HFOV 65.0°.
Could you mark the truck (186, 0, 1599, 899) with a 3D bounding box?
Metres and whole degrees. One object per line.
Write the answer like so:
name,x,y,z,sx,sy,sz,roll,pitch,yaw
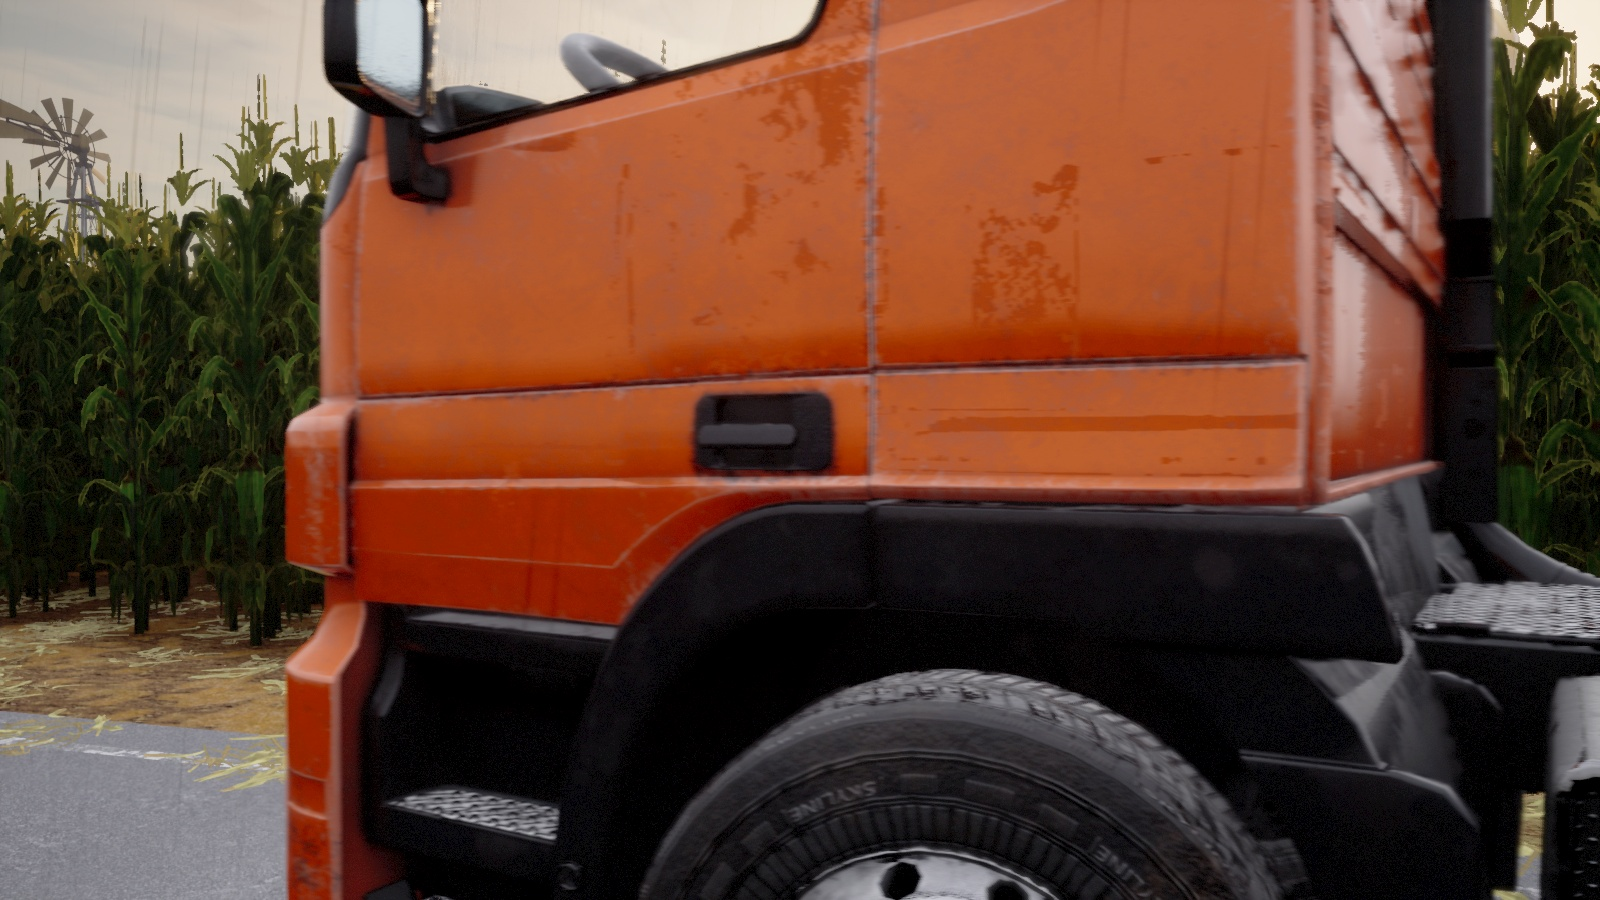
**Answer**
truck,2.792,-0.177,1.975,7.936,3.462,2.891,1,1,31
